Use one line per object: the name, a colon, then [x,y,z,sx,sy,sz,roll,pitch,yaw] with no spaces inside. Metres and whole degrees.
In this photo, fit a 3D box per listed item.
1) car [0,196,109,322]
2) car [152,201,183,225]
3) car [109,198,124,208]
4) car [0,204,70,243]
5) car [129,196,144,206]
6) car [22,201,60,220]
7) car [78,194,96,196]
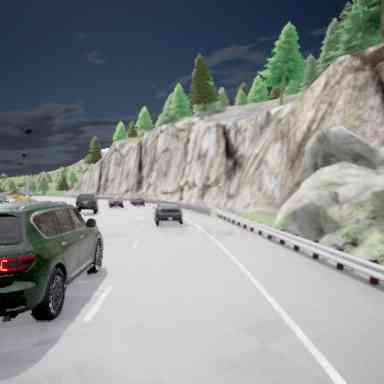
car: [-3.539,1.226,7.363,2.150,2.045,5.566,0,0,-3]
car: [-1.771,1.447,23.860,1.837,1.490,4.892,0,0,-8]
car: [-11.045,1.539,48.026,1.895,1.301,4.718,0,0,-18]
car: [-8.026,1.484,17.495,1.882,1.535,5.008,0,0,-6]
car: [-8.847,1.400,52.905,2.128,1.511,4.902,0,0,-19]
car: [-13.399,1.557,29.880,2.033,1.411,5.357,0,0,-12]
car: [-11.161,1.199,35.523,2.150,2.045,5.566,0,0,-14]
